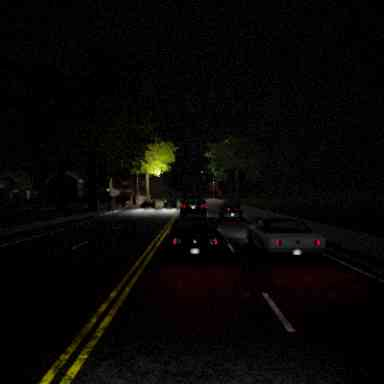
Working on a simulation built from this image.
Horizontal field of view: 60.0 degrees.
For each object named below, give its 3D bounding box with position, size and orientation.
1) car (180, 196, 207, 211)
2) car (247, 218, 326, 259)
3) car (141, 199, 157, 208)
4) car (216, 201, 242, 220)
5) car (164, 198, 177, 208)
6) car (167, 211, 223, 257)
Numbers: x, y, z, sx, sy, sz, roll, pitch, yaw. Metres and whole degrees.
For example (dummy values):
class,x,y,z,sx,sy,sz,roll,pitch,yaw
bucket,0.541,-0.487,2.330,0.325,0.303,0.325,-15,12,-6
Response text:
class,x,y,z,sx,sy,sz,roll,pitch,yaw
car,0.099,1.332,29.088,2.150,2.045,5.566,0,0,0
car,3.350,1.652,12.823,1.895,1.301,4.718,0,0,0
car,-6.504,1.780,50.305,1.895,1.301,4.718,0,0,0
car,3.349,1.618,29.868,1.837,1.490,4.892,0,0,0
car,-3.252,1.684,50.540,2.128,1.511,4.902,0,0,0
car,0.100,1.653,13.079,1.895,1.301,4.718,0,0,0
